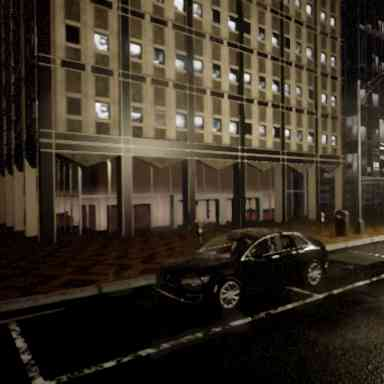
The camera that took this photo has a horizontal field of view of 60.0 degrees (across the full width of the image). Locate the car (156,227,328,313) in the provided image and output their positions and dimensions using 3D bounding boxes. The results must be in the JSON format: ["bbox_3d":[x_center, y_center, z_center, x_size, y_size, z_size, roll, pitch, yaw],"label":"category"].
[{"bbox_3d":[1.299,1.517,7.497,4.403,1.369,2.008,0,0,-36],"label":"car"}]
